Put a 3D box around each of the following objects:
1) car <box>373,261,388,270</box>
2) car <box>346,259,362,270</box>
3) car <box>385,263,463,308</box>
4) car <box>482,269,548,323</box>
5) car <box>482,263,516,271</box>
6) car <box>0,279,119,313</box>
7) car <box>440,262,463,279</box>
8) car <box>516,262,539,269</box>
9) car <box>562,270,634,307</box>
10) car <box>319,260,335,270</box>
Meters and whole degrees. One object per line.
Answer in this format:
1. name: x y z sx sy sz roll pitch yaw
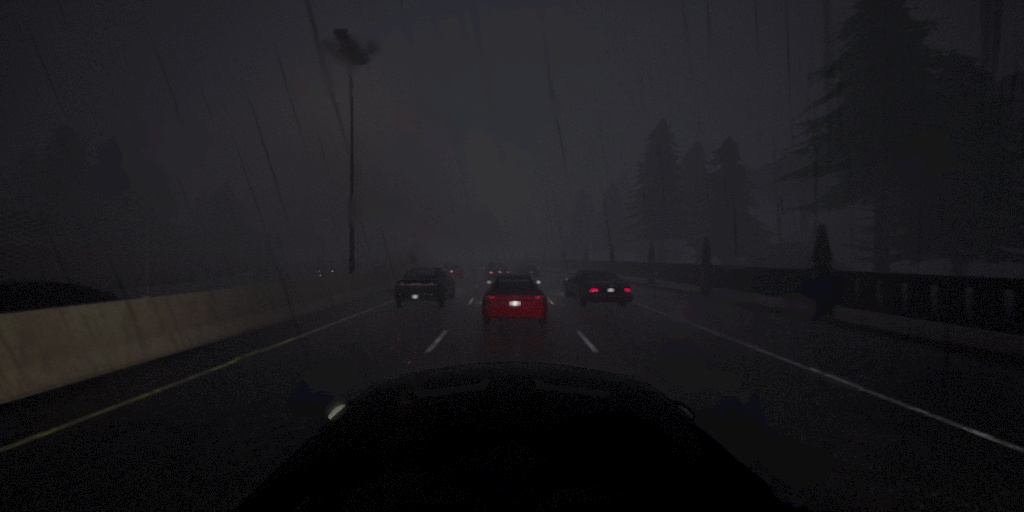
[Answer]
1. car: -19.345 1.312 52.672 1.895 1.301 4.718 0 0 -24
2. car: -23.022 1.202 52.215 2.128 1.511 4.902 0 0 -25
3. car: -3.531 1.231 15.161 2.128 1.511 4.902 0 0 -2
4. car: 0.060 1.306 12.105 1.994 1.385 4.181 0 0 -1
5. car: -1.345 1.276 29.553 2.033 1.411 5.357 0 0 -9
6. car: -10.618 1.251 6.850 1.837 1.490 4.892 0 0 0
7. car: -5.566 1.290 32.926 1.994 1.385 4.181 0 0 -10
8. car: 1.308 1.251 34.290 1.812 1.442 4.674 0 0 -11
9. car: 3.488 1.287 15.472 2.033 1.411 5.357 0 0 -2
10. car: -26.361 1.238 51.089 1.812 1.442 4.674 0 0 -25
